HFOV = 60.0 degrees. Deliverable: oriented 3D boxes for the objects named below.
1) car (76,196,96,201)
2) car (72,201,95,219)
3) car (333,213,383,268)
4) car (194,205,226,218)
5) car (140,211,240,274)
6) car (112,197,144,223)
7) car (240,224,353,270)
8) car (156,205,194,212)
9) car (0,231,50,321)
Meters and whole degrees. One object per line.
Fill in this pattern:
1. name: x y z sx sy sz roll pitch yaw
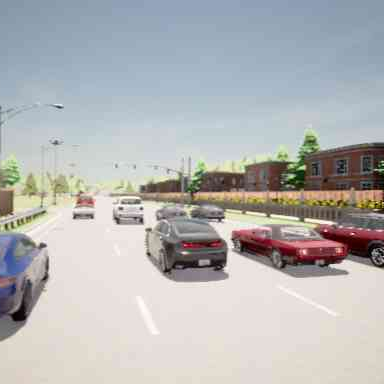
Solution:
1. car: -13.080 1.465 40.998 2.150 2.045 5.566 1 0 -16
2. car: -10.124 1.784 31.254 1.895 1.301 4.718 1 -1 -16
3. car: 6.514 1.575 12.538 2.097 1.767 4.553 1 -1 -17
4. car: 1.292 1.876 29.876 2.033 1.411 5.357 1 -1 -17
5. car: -0.367 1.616 11.093 1.837 1.490 4.892 1 0 -17
6. car: -5.319 1.433 27.577 2.150 2.045 5.566 1 -1 -17
7. car: 3.078 1.767 11.782 1.895 1.301 4.718 1 -1 -17
8. car: -1.808 1.814 28.035 2.033 1.411 5.357 1 -1 -17
9. car: -4.144 1.540 6.899 1.812 1.442 4.674 1 -1 -17
